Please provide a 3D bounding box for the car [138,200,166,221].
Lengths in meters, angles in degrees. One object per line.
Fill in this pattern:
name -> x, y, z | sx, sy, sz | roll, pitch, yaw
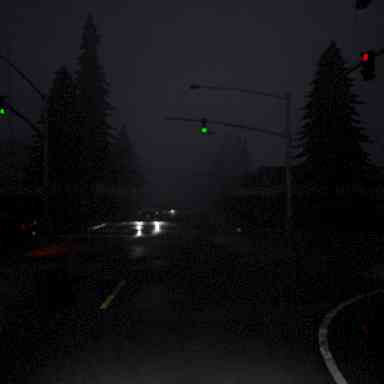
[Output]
car -> -3.603, 1.724, 29.540 | 1.812, 1.442, 4.674 | 0, 0, 0

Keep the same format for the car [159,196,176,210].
car -> -3.577, 1.552, 49.064 | 2.150, 2.045, 5.566 | 0, -1, 0

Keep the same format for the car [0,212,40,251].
car -> -9.066, 1.559, 13.911 | 5.008, 1.535, 1.882 | 0, 0, 0

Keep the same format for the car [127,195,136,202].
car -> -16.844, 1.640, 83.859 | 3.866, 1.878, 1.905 | 0, 0, -1
